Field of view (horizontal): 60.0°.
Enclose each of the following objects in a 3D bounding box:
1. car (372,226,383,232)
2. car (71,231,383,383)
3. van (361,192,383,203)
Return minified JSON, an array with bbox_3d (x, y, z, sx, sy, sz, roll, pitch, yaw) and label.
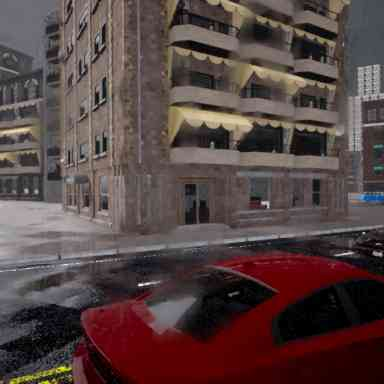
[{"bbox_3d":[8.081,1.546,11.759,5.357,1.411,2.033,0,0,-31],"label":"car"},{"bbox_3d":[1.289,1.477,3.791,5.008,1.535,1.882,0,0,-30],"label":"car"},{"bbox_3d":[30.146,0.886,54.768,3.998,1.788,1.690,1,0,27],"label":"van"}]
